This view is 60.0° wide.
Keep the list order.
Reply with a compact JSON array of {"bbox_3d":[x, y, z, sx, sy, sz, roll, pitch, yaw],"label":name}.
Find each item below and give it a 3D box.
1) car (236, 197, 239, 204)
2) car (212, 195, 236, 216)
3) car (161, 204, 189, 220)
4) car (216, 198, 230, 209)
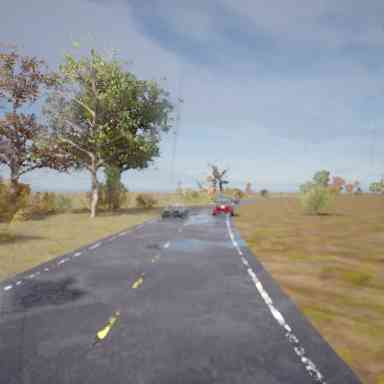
[{"bbox_3d":[8.678,1.717,69.166,2.033,1.411,5.357,0,0,15],"label":"car"},{"bbox_3d":[3.252,1.513,34.403,2.097,1.767,4.553,0,0,7],"label":"car"},{"bbox_3d":[-1.454,1.733,29.407,1.895,1.301,4.718,0,0,6],"label":"car"},{"bbox_3d":[4.936,1.743,52.295,1.837,1.490,4.892,0,0,11],"label":"car"}]
